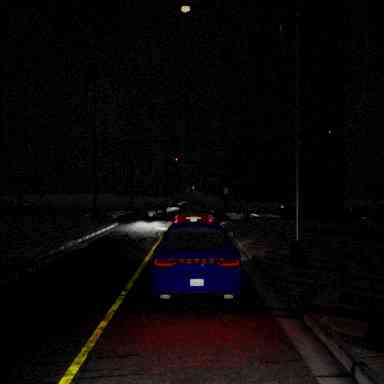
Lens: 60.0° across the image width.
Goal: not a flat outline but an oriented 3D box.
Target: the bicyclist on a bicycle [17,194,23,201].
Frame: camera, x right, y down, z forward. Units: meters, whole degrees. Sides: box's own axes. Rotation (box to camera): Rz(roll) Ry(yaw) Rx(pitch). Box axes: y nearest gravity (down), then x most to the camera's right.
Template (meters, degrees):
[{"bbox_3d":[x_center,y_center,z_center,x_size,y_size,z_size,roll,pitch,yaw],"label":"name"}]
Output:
[{"bbox_3d":[-20.523,1.029,39.675,0.582,1.620,1.656,1,0,0],"label":"bicyclist on a bicycle"}]

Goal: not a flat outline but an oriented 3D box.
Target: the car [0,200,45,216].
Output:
[{"bbox_3d":[-14.792,1.366,28.194,4.403,1.369,2.008,1,-1,0],"label":"car"}]

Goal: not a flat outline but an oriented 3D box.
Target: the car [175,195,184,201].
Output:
[{"bbox_3d":[-3.062,1.497,81.085,1.895,1.301,4.718,0,0,0],"label":"car"}]

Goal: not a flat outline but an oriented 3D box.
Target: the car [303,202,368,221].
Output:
[{"bbox_3d":[12.116,1.774,28.307,4.313,1.339,1.947,1,-1,0],"label":"car"}]

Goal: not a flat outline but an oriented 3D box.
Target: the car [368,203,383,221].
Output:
[{"bbox_3d":[17.929,1.823,28.311,4.829,1.417,1.752,1,-1,0],"label":"car"}]

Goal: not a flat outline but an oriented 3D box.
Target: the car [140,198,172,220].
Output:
[{"bbox_3d":[-3.121,1.490,27.828,2.128,1.511,4.902,0,0,0],"label":"car"}]

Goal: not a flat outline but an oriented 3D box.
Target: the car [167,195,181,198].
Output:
[{"bbox_3d":[-3.130,1.490,50.147,2.128,1.511,4.902,0,0,0],"label":"car"}]

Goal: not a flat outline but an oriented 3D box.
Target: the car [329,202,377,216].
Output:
[{"bbox_3d":[17.762,1.841,36.835,4.403,1.369,2.008,1,-1,0],"label":"car"}]

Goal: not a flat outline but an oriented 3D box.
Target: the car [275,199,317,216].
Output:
[{"bbox_3d":[10.930,1.538,34.155,4.553,1.767,2.097,1,0,0],"label":"car"}]

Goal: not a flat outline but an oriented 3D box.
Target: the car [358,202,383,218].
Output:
[{"bbox_3d":[19.896,1.851,34.163,4.674,1.442,1.812,1,0,0],"label":"car"}]

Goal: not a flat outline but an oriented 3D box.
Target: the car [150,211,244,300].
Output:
[{"bbox_3d":[0.095,1.477,8.461,1.882,1.535,5.008,0,0,0],"label":"car"}]

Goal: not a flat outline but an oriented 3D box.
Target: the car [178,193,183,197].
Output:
[{"bbox_3d":[-3.080,1.504,65.910,1.837,1.490,4.892,0,0,0],"label":"car"}]

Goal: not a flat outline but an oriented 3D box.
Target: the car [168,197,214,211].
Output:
[{"bbox_3d":[0.108,1.351,17.615,2.097,1.767,4.553,0,0,1],"label":"car"}]
